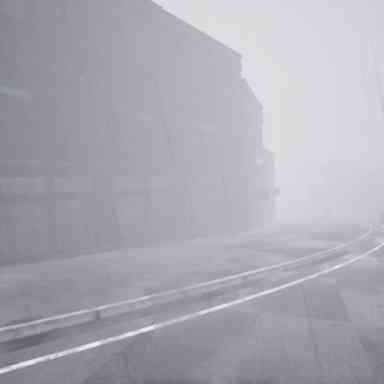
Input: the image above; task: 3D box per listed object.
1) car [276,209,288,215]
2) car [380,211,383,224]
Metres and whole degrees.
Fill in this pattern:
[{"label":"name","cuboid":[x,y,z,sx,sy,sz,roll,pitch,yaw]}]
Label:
[{"label":"car","cuboid":[18.174,4.245,69.828,2.097,1.767,4.553,-2,-4,-19]},{"label":"car","cuboid":[17.981,2.144,29.322,2.128,1.511,4.902,-1,-3,19]}]
